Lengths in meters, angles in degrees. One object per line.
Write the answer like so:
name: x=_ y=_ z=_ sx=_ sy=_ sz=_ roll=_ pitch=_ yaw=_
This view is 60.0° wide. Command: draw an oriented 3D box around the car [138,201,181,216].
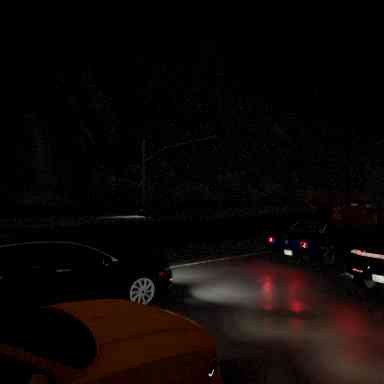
car: x=-3.097 y=1.552 z=32.116 sx=4.181 sy=1.385 sz=1.994 roll=0 pitch=0 yaw=-36

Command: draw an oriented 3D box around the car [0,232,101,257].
car: x=-2.652 y=1.505 z=6.152 sx=4.892 sy=1.490 sz=1.837 roll=0 pitch=0 yaw=-36

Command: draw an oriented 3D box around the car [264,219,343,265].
car: x=4.787 y=1.591 z=11.626 sx=4.718 sy=1.301 sz=1.895 roll=0 pitch=0 yaw=-36

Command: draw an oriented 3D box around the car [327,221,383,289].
car: x=5.646 y=1.483 z=7.920 sx=4.902 sy=1.511 sz=2.128 roll=0 pitch=0 yaw=-36

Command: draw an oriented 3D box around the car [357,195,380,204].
car: x=30.115 y=1.246 z=56.616 sx=5.008 sy=1.535 sz=1.882 roll=0 pitch=0 yaw=-36

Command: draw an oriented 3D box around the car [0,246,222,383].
car: x=-2.002 y=1.477 z=2.296 sx=5.008 sy=1.535 sz=1.882 roll=0 pitch=0 yaw=-36
